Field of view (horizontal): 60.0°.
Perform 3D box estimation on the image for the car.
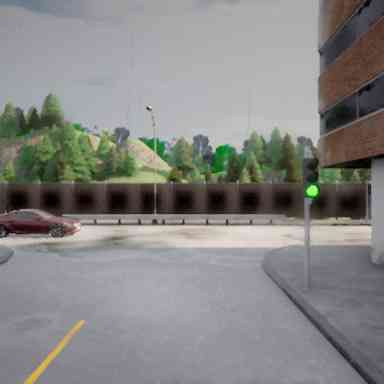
[{"bbox_3d":[-8.371,1.661,17.747,4.674,1.442,1.812,0,0,0],"label":"car"}]
